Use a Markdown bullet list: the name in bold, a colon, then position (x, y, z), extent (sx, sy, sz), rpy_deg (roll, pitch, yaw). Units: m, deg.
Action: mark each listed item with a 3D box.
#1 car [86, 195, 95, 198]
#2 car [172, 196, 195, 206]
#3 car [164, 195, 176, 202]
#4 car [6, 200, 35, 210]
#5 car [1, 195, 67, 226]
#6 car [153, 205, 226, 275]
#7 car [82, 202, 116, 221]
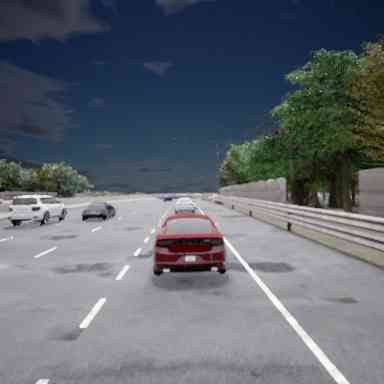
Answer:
- **car**: position (-22.878, 1.617, 74.450), extent (2.097, 1.767, 4.553), rpy_deg (-1, -1, -1)
- **car**: position (-0.694, 1.293, 32.388), extent (1.812, 1.442, 4.674), rpy_deg (-1, 0, -2)
- **car**: position (-5.454, 1.495, 77.678), extent (1.882, 1.535, 5.008), rpy_deg (-1, -1, -1)
- **car**: position (-25.798, 1.853, 50.206), extent (1.895, 1.301, 4.718), rpy_deg (-1, 0, -1)
- **car**: position (-10.968, 1.264, 24.021), extent (2.150, 2.045, 5.566), rpy_deg (-1, 1, -1)
- **car**: position (-0.106, 1.410, 10.361), extent (1.882, 1.535, 5.008), rpy_deg (-1, 0, -1)
- **car**: position (-7.547, 1.509, 27.303), extent (1.994, 1.385, 4.181), rpy_deg (-1, 0, -1)
